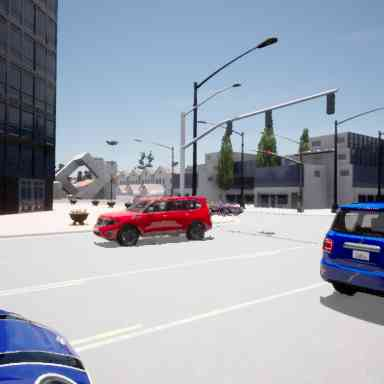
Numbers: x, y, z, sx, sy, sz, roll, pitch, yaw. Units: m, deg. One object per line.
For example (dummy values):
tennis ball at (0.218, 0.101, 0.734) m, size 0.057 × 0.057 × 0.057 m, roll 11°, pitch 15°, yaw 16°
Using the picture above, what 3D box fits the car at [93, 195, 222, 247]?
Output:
car at (-1.630, 1.243, 15.398) m, size 5.566 × 2.045 × 2.150 m, roll 0°, pitch 0°, yaw -32°

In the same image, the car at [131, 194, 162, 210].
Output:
car at (-6.659, 1.407, 48.275) m, size 2.150 × 2.045 × 5.566 m, roll 1°, pitch -1°, yaw -35°

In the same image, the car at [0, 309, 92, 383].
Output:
car at (-2.817, 1.352, 1.734) m, size 4.553 × 1.767 × 2.097 m, roll 0°, pitch 0°, yaw -35°

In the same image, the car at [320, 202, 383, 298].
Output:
car at (5.232, 1.240, 7.526) m, size 5.566 × 2.045 × 2.150 m, roll 0°, pitch 0°, yaw -35°

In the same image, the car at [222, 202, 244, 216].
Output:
car at (3.126, 1.694, 34.176) m, size 1.895 × 1.301 × 4.718 m, roll 1°, pitch -1°, yaw -35°
